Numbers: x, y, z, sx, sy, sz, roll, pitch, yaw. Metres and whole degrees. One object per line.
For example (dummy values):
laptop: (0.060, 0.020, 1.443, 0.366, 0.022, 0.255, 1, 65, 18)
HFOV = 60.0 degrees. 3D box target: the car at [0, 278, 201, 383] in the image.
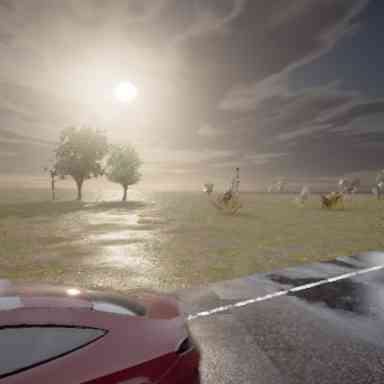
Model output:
car: (-2.065, 1.525, 2.503, 4.674, 1.442, 1.812, 0, 0, -36)
